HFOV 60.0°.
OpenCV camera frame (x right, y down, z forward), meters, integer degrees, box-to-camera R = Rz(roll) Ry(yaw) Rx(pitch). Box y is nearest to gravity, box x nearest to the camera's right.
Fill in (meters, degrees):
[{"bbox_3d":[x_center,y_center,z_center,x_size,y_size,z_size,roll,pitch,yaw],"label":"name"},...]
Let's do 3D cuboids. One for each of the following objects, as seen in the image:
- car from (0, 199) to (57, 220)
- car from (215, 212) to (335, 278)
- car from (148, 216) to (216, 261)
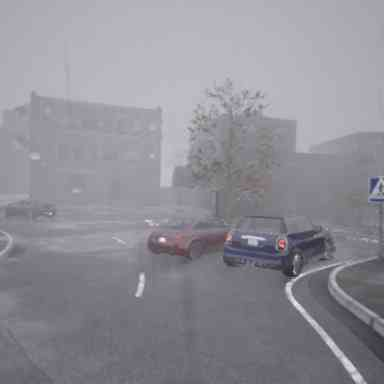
[{"bbox_3d":[-12.754,1.328,25.789,4.892,1.490,1.837,1,-1,24],"label":"car"},{"bbox_3d":[2.960,1.424,10.742,2.097,1.767,4.553,2,0,37],"label":"car"},{"bbox_3d":[0.359,1.585,12.535,1.994,1.385,4.181,1,0,42],"label":"car"}]
